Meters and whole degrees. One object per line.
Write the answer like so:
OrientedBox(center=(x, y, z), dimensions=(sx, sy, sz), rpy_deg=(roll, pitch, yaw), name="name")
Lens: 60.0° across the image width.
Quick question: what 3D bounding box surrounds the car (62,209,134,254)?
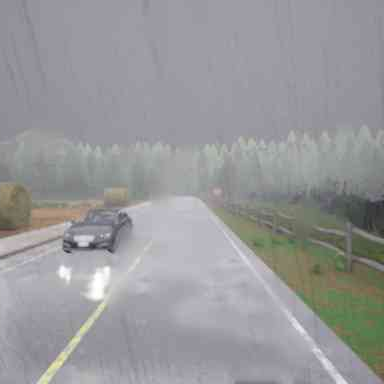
OrientedBox(center=(-3.582, 1.456, 13.442), dimensions=(2.128, 1.511, 4.902), rpy_deg=(0, 0, 0), name="car")
